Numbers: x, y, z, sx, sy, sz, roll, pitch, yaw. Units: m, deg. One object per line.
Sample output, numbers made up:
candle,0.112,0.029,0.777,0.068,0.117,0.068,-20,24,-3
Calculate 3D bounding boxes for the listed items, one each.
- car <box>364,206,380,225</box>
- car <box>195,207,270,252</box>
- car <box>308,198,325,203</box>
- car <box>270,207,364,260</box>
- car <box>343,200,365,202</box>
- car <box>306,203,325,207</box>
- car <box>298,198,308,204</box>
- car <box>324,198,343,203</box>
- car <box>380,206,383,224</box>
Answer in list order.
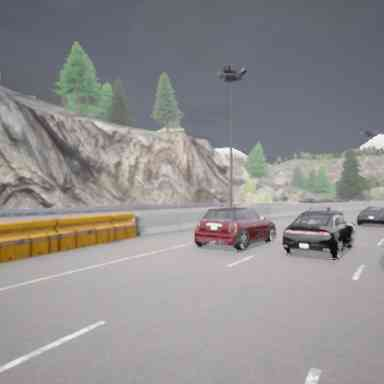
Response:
car,13.738,1.745,24.615,1.994,1.385,4.181,0,0,40
car,2.061,1.441,14.784,2.097,1.767,4.553,0,0,34
car,25.256,1.915,64.365,5.008,1.535,1.882,0,0,-37
car,5.078,1.581,13.007,2.128,1.511,4.902,0,0,34
car,29.225,2.017,58.579,4.718,1.301,1.895,0,0,-37
car,10.318,1.778,25.997,1.895,1.301,4.718,0,0,40
car,23.425,1.949,67.361,4.892,1.490,1.837,0,0,-37
car,27.044,2.024,61.329,4.718,1.301,1.895,0,0,-37
car,7.263,1.298,10.029,2.150,2.045,5.566,0,-1,35
